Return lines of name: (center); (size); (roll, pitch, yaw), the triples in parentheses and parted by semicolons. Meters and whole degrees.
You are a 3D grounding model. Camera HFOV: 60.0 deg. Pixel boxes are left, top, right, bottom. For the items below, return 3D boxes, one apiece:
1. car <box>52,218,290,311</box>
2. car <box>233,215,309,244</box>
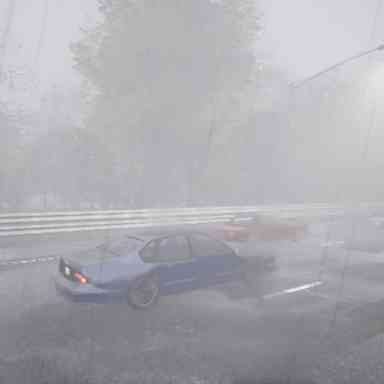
car: (-0.332, 1.560, 7.809); (5.357, 1.411, 2.033); (0, 0, -36)
car: (2.992, 1.634, 14.482); (4.718, 1.301, 1.895); (0, 0, -36)
